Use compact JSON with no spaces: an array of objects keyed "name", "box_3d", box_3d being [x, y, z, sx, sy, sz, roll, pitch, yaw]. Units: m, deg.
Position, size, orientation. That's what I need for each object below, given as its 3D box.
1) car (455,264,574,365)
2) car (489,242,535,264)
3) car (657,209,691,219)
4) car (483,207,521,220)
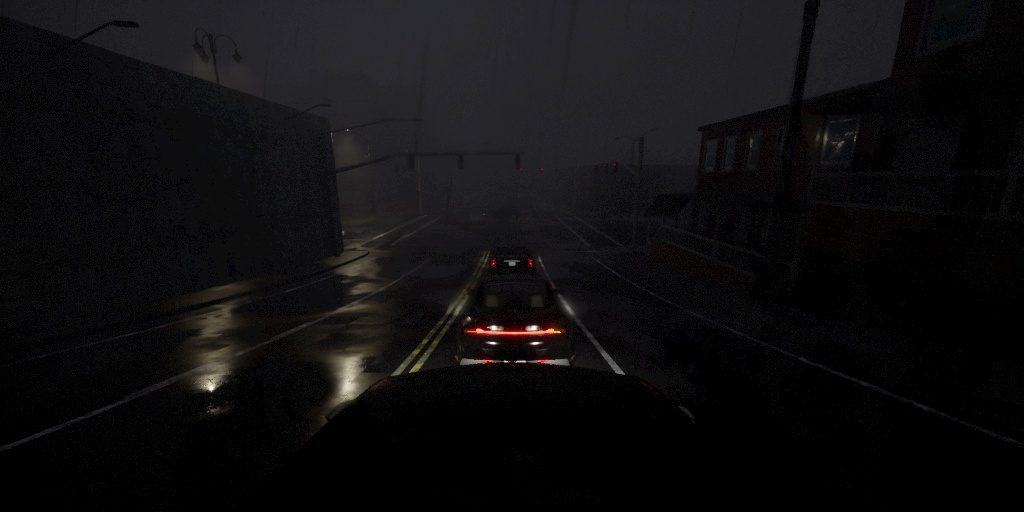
[{"name":"car","box_3d":[0.051,1.122,7.195,1.837,1.490,4.892,0,2,0]},{"name":"car","box_3d":[0.012,0.085,17.446,2.097,1.767,4.553,0,7,0]},{"name":"car","box_3d":[21.009,-5.424,46.079,4.718,1.301,1.895,0,12,0]},{"name":"car","box_3d":[-1.300,-5.535,46.139,4.892,1.490,1.837,0,12,0]}]
